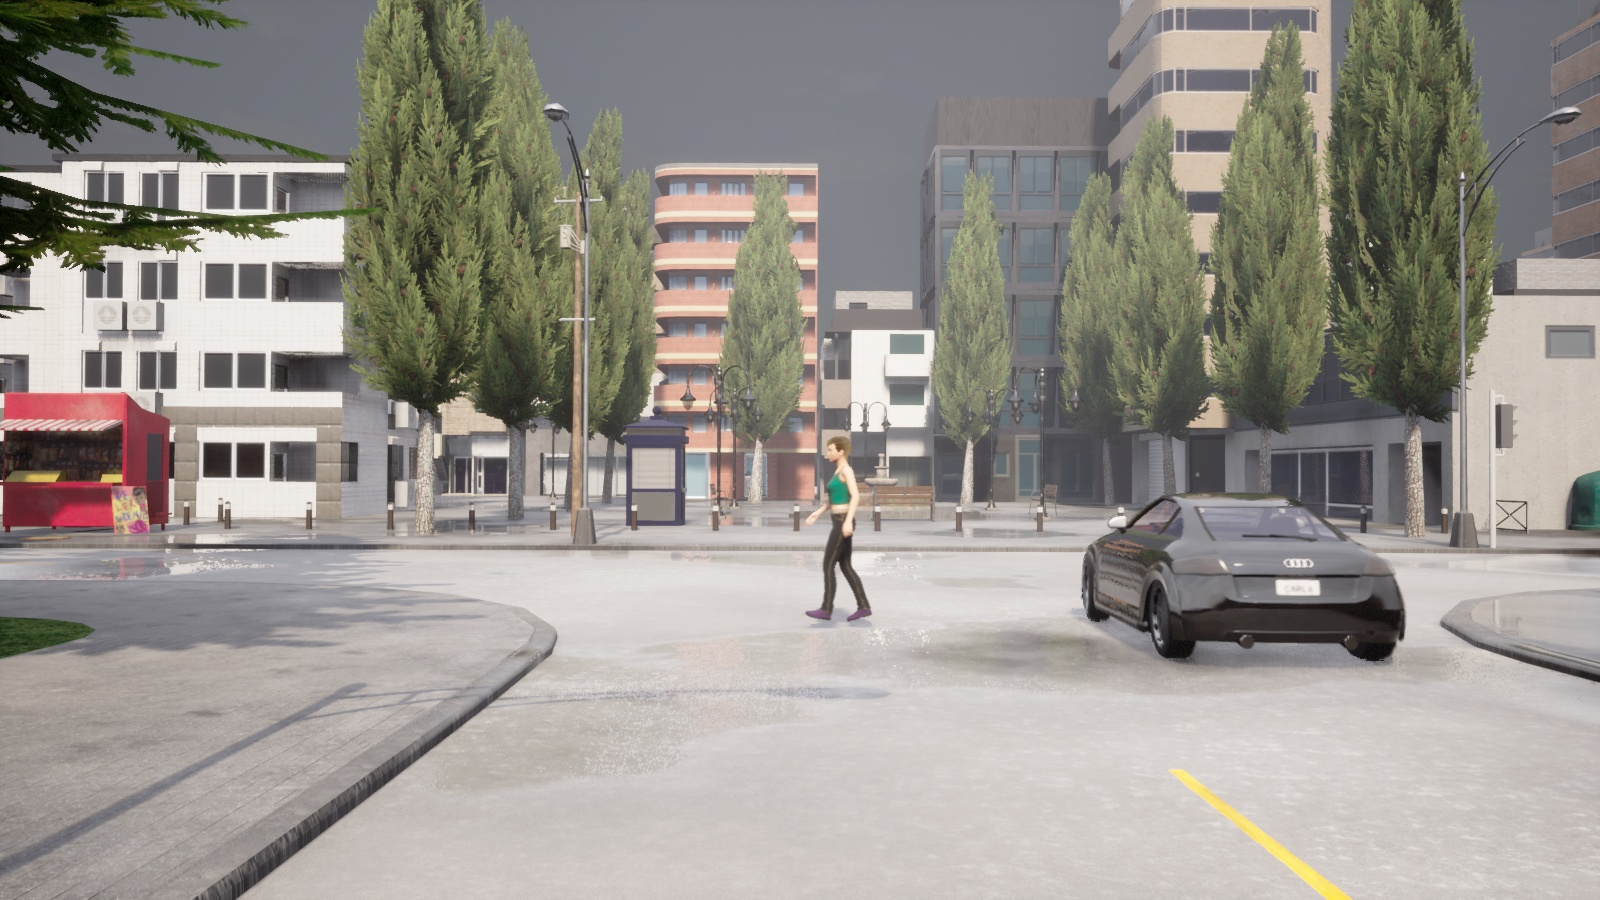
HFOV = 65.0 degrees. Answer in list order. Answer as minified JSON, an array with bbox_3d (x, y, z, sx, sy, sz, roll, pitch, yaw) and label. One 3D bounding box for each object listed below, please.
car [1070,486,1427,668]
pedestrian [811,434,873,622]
[{"bbox_3d":[4.003,1.064,12.043,1.994,1.385,4.181,0,-1,1],"label":"car"},{"bbox_3d":[0.409,0.764,12.475,0.594,1.836,0.345,0,-1,0],"label":"pedestrian"}]
